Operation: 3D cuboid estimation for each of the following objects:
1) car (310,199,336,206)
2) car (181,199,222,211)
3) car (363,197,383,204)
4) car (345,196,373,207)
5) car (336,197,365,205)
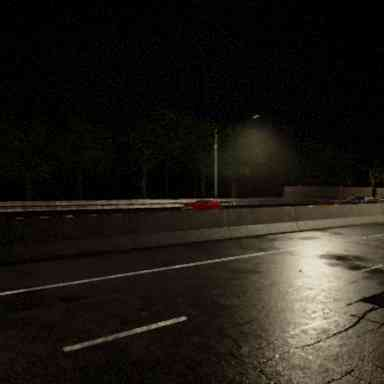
[{"bbox_3d":[16.630,1.569,41.614,4.181,1.385,1.994,0,0,-35],"label":"car"},{"bbox_3d":[1.062,1.520,34.841,4.674,1.442,1.812,0,0,-35],"label":"car"},{"bbox_3d":[21.382,1.554,36.407,5.357,1.411,2.033,0,0,-35],"label":"car"},{"bbox_3d":[26.685,1.525,52.971,4.892,1.490,1.837,-2,1,-35],"label":"car"},{"bbox_3d":[19.838,1.500,39.597,4.902,1.511,2.128,0,0,-35],"label":"car"}]
